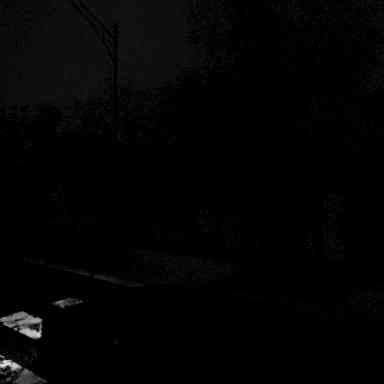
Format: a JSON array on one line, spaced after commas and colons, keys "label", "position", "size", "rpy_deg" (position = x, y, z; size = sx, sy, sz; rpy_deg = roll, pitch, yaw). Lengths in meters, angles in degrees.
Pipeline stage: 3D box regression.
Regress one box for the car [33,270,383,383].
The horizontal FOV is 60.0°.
[{"label": "car", "position": [0.710, 1.543, 3.179], "size": [5.357, 1.411, 2.033], "rpy_deg": [0, 0, 35]}]
